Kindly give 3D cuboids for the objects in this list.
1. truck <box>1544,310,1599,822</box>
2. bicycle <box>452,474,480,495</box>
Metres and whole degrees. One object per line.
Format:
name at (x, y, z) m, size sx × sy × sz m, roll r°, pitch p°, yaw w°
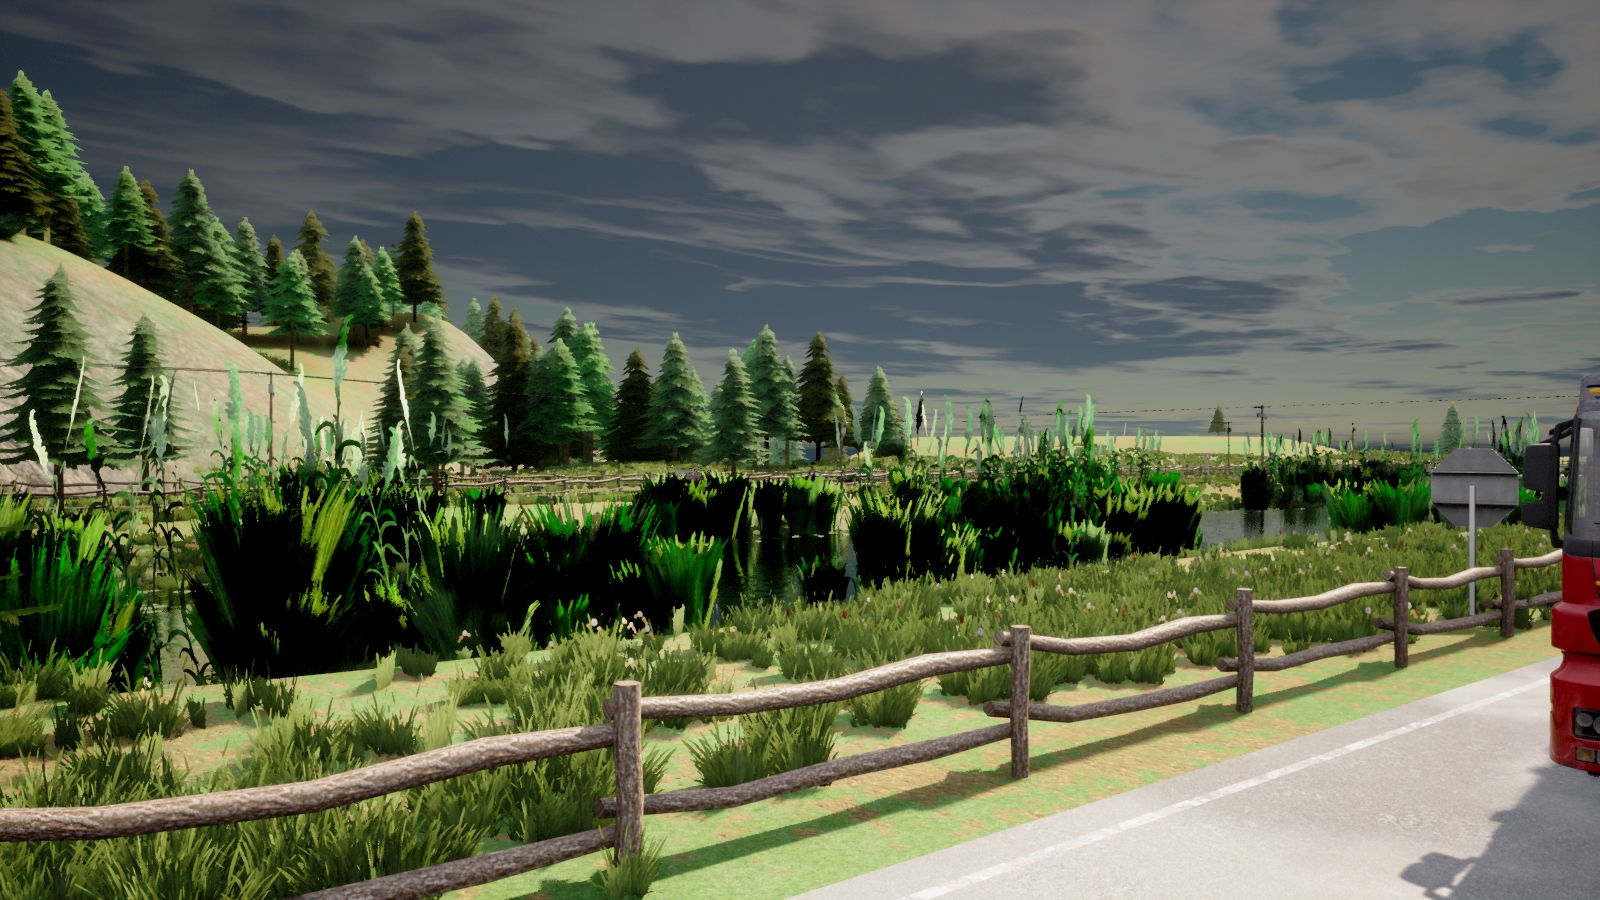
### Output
truck at (9.599, 0.862, 10.977) m, size 2.891 × 3.827 × 8.468 m, roll 0°, pitch 0°, yaw 41°
bicycle at (-20.809, 2.158, 71.190) m, size 1.487 × 1.276 × 0.859 m, roll 0°, pitch 0°, yaw -45°
